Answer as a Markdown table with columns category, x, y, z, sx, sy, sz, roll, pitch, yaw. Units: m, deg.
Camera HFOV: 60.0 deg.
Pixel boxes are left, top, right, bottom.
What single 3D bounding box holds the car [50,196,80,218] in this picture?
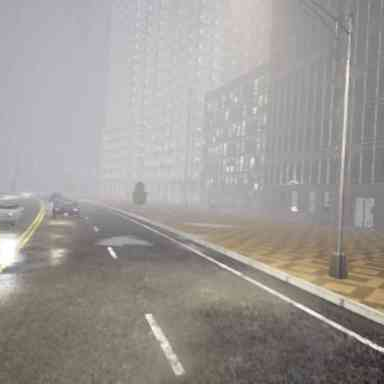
| category | x | y | z | sx | sy | sz | roll | pitch | yaw |
| --- | --- | --- | --- | --- | --- | --- | --- | --- | --- |
| car | -9.700 | 1.250 | 25.547 | 1.895 | 1.301 | 4.718 | 3 | 0 | -22 |

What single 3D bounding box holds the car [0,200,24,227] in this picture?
| category | x | y | z | sx | sy | sz | roll | pitch | yaw |
| --- | --- | --- | --- | --- | --- | --- | --- | --- | --- |
| car | -10.679 | 1.147 | 18.667 | 1.895 | 1.301 | 4.718 | 3 | 0 | -21 |

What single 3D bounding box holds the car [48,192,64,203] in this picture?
| category | x | y | z | sx | sy | sz | roll | pitch | yaw |
| --- | --- | --- | --- | --- | --- | --- | --- | --- | --- |
| car | -18.676 | 0.765 | 45.787 | 1.882 | 1.535 | 5.008 | 3 | 0 | -26 |
